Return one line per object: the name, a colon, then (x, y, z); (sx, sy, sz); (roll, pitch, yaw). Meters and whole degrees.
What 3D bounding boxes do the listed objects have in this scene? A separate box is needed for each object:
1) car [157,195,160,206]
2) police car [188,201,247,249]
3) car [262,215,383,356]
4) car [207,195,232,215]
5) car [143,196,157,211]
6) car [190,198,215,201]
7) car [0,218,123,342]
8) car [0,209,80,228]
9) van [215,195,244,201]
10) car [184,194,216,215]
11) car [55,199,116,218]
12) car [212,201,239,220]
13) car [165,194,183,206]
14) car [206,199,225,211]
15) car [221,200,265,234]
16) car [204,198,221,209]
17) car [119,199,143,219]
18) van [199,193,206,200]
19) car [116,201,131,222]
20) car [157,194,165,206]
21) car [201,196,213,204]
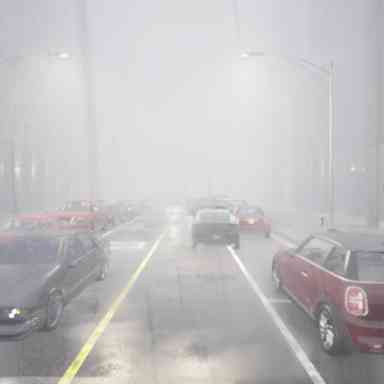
car: (-5.768, 1.454, 45.326); (1.752, 1.417, 4.829); (0, 0, 0)
police car: (0.897, 1.402, 14.506); (1.930, 1.638, 5.238); (0, 0, 0)
car: (2.764, 1.430, 6.052); (1.967, 1.590, 4.097); (0, 0, 0)
car: (2.760, 1.261, 34.236); (2.192, 1.841, 5.009); (0, 0, 0)
car: (-5.767, 1.488, 39.860); (2.008, 1.369, 4.403); (0, 0, 0)
car: (0.896, 1.467, 24.396); (1.837, 1.490, 4.892); (0, 0, 0)
car: (-3.099, 1.536, 7.017); (2.033, 1.411, 5.357); (0, 0, 0)
car: (-5.762, 1.526, 11.678); (1.887, 1.381, 4.507); (0, 0, 0)
van: (2.762, 1.305, 22.962); (1.690, 1.788, 3.998); (0, 0, 0)
car: (0.645, 1.304, 30.275); (2.097, 1.767, 4.553); (0, 0, -5)
car: (-5.762, 1.287, 17.314); (2.192, 1.841, 5.009); (0, 0, 0)
car: (2.760, 1.500, 28.599); (1.887, 1.381, 4.507); (0, 0, 0)
car: (-3.009, 1.419, 52.378); (2.128, 1.511, 4.902); (0, 0, 0)
car: (2.758, 1.503, 39.872); (1.947, 1.339, 4.313); (0, 0, 0)
car: (2.762, 1.413, 17.325); (1.967, 1.590, 4.097); (0, 0, 0)
car: (2.757, 1.495, 45.509); (1.947, 1.339, 4.313); (0, 0, 0)
car: (-5.765, 1.395, 28.588); (1.967, 1.590, 4.097); (0, 0, 0)
van: (2.750, 1.209, 90.603); (1.690, 1.788, 3.998); (0, 0, 0)
car: (-5.764, 1.529, 22.951); (1.947, 1.339, 4.313); (0, 0, 0)
car: (-5.768, 1.360, 51.132); (1.967, 1.590, 4.097); (0, 0, 0)
car: (2.754, 1.469, 62.419); (1.947, 1.339, 4.313); (0, 0, 0)
